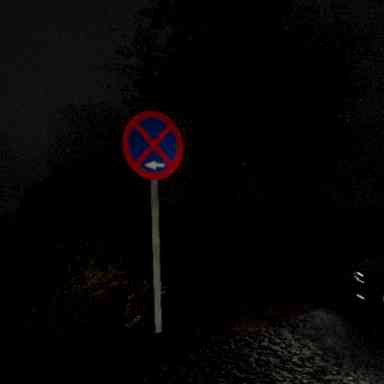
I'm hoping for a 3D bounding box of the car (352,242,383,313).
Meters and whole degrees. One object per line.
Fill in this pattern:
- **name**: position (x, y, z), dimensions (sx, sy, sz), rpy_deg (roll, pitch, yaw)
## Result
- **car**: position (5.245, 1.475, 6.788), dimensions (5.008, 1.535, 1.882), rpy_deg (0, 0, -35)
